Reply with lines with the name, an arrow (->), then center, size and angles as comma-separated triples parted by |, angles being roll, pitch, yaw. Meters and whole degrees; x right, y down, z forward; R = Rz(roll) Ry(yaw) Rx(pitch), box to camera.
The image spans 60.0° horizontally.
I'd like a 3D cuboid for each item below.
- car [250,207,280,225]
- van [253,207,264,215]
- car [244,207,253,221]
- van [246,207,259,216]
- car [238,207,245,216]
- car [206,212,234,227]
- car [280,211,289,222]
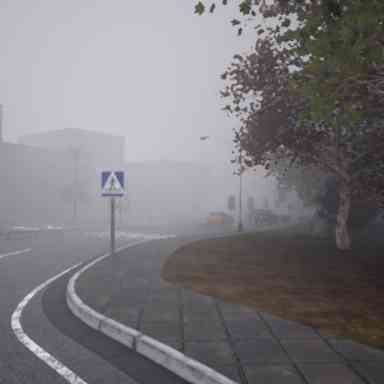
car -> 10.438, 3.565, 46.980 | 2.150, 2.045, 5.566 | 0, -2, 26
van -> 17.309, 4.927, 86.462 | 1.878, 1.987, 4.442 | 0, -2, 27
car -> 11.016, 3.831, 55.239 | 2.150, 2.045, 5.566 | 0, -2, 27
van -> 14.824, 4.732, 81.507 | 1.878, 1.987, 4.442 | 0, -2, 27
car -> 12.381, 4.512, 76.631 | 2.435, 2.045, 5.566 | 0, -2, 27
car -> 3.459, 3.182, 39.947 | 2.097, 1.767, 4.553 | 0, -4, 26
car -> 15.163, 4.340, 56.550 | 1.895, 1.301, 4.718 | 0, -2, 26
